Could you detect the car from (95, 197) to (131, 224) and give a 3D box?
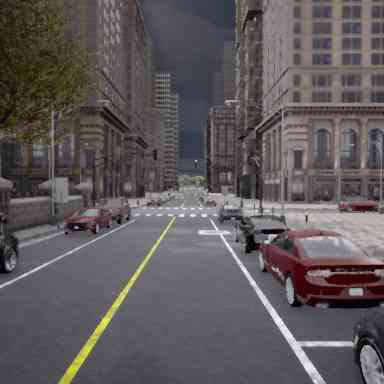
[{"bbox_3d":[-5.777,1.291,24.365,2.192,1.841,5.009,-1,0,0],"label":"car"}]

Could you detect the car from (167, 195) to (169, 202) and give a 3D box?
[{"bbox_3d":[-5.772,1.427,62.118,1.752,1.417,4.829,-1,0,0],"label":"car"}]

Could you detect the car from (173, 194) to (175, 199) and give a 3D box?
[{"bbox_3d":[-5.771,1.414,78.910,1.947,1.339,4.313,-1,0,0],"label":"car"}]

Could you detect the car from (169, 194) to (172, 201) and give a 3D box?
[{"bbox_3d":[-5.771,1.451,67.828,1.947,1.339,4.313,-1,0,0],"label":"car"}]

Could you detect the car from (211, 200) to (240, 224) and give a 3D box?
[{"bbox_3d":[2.752,1.527,24.376,2.008,1.369,4.403,-1,0,0],"label":"car"}]

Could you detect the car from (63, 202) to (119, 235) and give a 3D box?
[{"bbox_3d":[-5.773,1.527,18.841,1.887,1.381,4.507,-1,0,0],"label":"car"}]

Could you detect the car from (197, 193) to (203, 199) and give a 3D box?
[{"bbox_3d":[2.754,1.433,73.376,1.947,1.339,4.313,-1,0,0],"label":"car"}]

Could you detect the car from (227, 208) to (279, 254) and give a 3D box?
[{"bbox_3d":[2.752,1.555,13.327,1.947,1.339,4.313,-1,0,0],"label":"car"}]

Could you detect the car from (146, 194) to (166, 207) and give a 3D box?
[{"bbox_3d":[-5.775,1.245,51.206,2.192,1.841,5.009,-1,0,0],"label":"car"}]

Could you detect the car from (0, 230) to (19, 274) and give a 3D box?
[{"bbox_3d":[-5.774,1.559,7.792,1.947,1.339,4.313,-1,0,0],"label":"car"}]

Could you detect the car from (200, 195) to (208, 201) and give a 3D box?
[{"bbox_3d":[2.755,1.430,78.917,1.802,1.307,4.206,-1,0,0],"label":"car"}]

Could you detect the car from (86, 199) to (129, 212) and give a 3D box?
[{"bbox_3d":[-9.211,1.455,36.316,4.181,1.385,1.994,0,1,0],"label":"car"}]

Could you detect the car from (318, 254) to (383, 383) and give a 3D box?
[{"bbox_3d":[2.751,1.547,2.278,2.008,1.369,4.403,-1,0,0],"label":"car"}]

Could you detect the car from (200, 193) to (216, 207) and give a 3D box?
[{"bbox_3d":[2.751,1.370,51.215,1.967,1.590,4.097,-1,0,0],"label":"car"}]

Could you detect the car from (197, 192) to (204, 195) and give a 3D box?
[{"bbox_3d":[2.753,1.267,84.457,1.967,1.590,4.097,-1,0,0],"label":"car"}]

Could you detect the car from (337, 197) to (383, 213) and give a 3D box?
[{"bbox_3d":[18.466,1.356,36.395,4.553,1.767,2.097,0,1,0],"label":"car"}]

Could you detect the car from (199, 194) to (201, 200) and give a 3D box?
[{"bbox_3d":[2.754,1.467,62.296,1.947,1.339,4.313,-1,0,0],"label":"car"}]

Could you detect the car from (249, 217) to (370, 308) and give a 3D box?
[{"bbox_3d":[2.751,1.537,7.802,1.887,1.381,4.507,-1,0,0],"label":"car"}]

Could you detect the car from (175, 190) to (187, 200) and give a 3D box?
[{"bbox_3d":[-2.999,0.986,83.542,2.150,2.045,5.566,0,0,0],"label":"car"}]

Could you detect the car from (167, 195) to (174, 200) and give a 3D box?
[{"bbox_3d":[-5.770,1.384,89.993,1.802,1.307,4.206,-1,0,0],"label":"car"}]

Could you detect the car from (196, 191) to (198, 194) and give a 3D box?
[{"bbox_3d":[2.754,1.214,95.538,1.967,1.590,4.097,-1,0,0],"label":"car"}]

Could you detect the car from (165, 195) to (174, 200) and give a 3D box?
[{"bbox_3d":[-5.771,1.393,84.452,1.947,1.339,4.313,-1,0,0],"label":"car"}]
